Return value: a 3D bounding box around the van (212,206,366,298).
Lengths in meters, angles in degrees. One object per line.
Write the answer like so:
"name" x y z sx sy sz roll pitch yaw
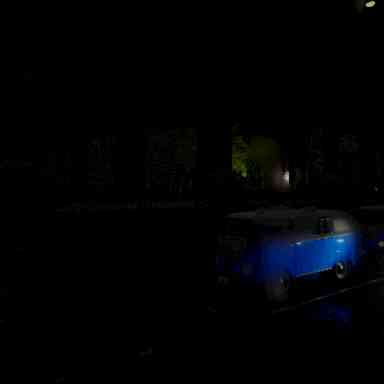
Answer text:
"van" 2.368 1.340 8.234 3.998 1.788 1.690 0 0 -36

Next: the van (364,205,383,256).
"van" 6.970 1.338 11.525 3.998 1.788 1.690 0 0 -36
